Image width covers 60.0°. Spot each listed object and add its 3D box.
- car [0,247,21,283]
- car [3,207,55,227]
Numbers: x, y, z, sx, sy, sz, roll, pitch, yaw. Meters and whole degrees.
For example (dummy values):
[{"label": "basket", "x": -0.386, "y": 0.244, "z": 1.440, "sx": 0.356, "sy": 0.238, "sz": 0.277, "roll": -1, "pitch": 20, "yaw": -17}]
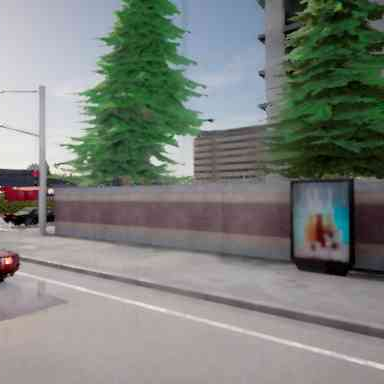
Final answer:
[{"label": "car", "x": -6.532, "y": 1.691, "z": 8.648, "sx": 4.718, "sy": 1.301, "sz": 1.895, "roll": -1, "pitch": 0, "yaw": 36}, {"label": "car", "x": -10.818, "y": 1.744, "z": 24.122, "sx": 1.895, "sy": 1.301, "sz": 4.718, "roll": -1, "pitch": 0, "yaw": 37}]
